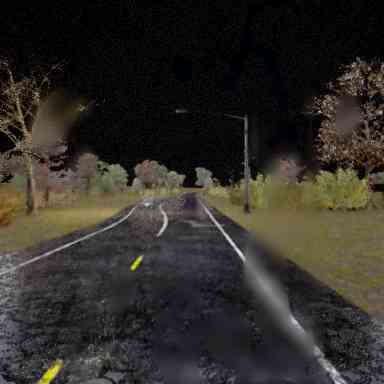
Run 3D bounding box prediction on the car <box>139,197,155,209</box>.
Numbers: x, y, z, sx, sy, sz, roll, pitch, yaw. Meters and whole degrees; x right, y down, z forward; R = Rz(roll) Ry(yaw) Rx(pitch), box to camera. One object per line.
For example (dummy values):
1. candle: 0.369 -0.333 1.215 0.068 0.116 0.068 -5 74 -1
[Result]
1. car: -5.845 1.458 43.669 2.128 1.511 4.902 0 0 -6
